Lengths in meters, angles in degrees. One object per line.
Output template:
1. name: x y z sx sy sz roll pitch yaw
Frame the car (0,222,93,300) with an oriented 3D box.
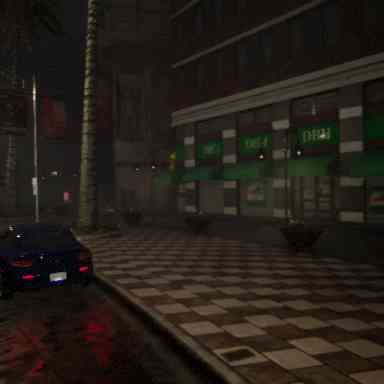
1. car: -3.950 1.503 8.439 1.812 1.442 4.674 -1 1 -35
